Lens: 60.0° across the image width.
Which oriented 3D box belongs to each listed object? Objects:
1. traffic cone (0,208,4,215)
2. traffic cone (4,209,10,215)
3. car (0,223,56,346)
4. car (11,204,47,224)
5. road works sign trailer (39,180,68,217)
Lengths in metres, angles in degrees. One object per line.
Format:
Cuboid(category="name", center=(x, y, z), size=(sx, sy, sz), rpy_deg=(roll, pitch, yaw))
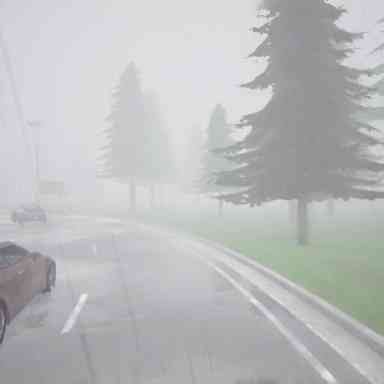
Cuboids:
Cuboid(category="traffic cone", center=(-21.562, 2.278, 37.870), size=(0.340, 0.580, 0.340), rpy_deg=(-1, 0, 43))
Cuboid(category="traffic cone", center=(-20.094, 2.255, 36.512), size=(0.340, 0.580, 0.340), rpy_deg=(-1, 0, 43))
Cuboid(category="car", center=(-3.878, 1.584, 5.944), size=(1.812, 1.442, 4.674), rpy_deg=(-1, 0, -8))
Cuboid(category="car", center=(-12.659, 1.677, 25.699), size=(2.128, 1.511, 4.902), rpy_deg=(-1, 0, -37))
Cuboid(category="road works sign trailer", center=(-13.971, 0.665, 32.849), size=(2.880, 3.560, 2.380), rpy_deg=(-1, 0, 43))
